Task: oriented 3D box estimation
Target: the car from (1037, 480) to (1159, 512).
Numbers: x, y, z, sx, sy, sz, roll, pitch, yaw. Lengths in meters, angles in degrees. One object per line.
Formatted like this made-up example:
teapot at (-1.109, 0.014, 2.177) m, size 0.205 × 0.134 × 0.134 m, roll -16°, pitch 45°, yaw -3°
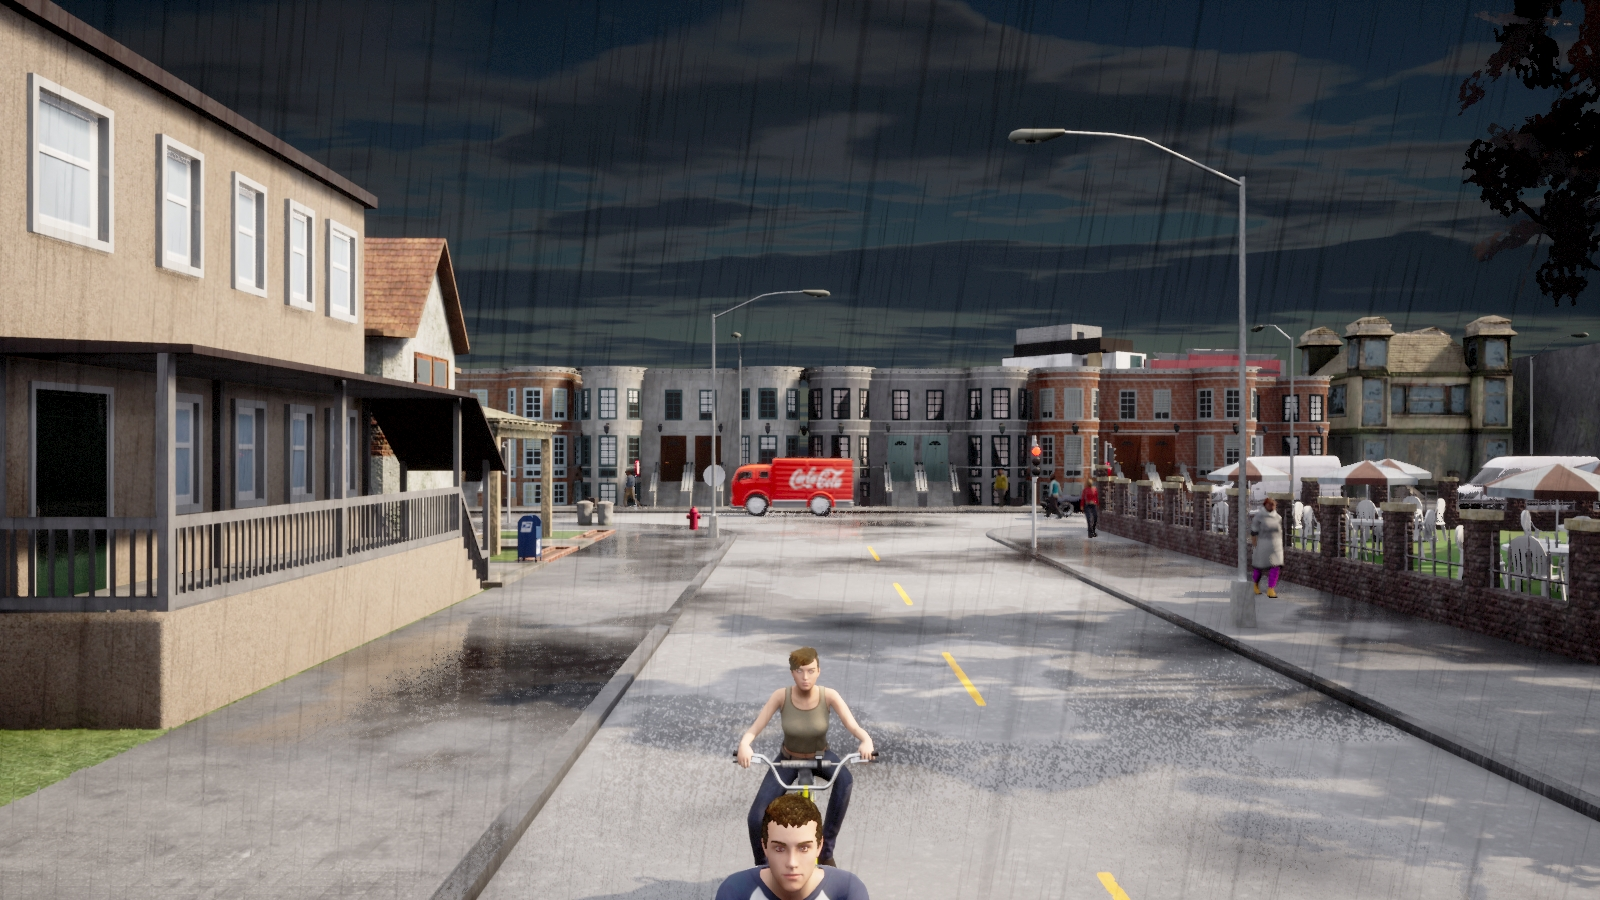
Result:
car at (12.712, 1.955, 48.868) m, size 4.718 × 1.301 × 1.895 m, roll 0°, pitch 0°, yaw 0°

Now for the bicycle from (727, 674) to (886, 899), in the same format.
bicycle at (0.033, 2.040, 6.906) m, size 0.859 × 1.080 × 1.487 m, roll 0°, pitch 0°, yaw 0°

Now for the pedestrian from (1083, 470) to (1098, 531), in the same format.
pedestrian at (8.858, 1.530, 34.833) m, size 0.375 × 1.860 × 0.375 m, roll 0°, pitch 0°, yaw 7°

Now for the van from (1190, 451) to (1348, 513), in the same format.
van at (19.994, 1.332, 48.880) m, size 5.915 × 2.561 × 1.988 m, roll -1°, pitch 0°, yaw 0°

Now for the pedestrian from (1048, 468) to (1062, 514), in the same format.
pedestrian at (10.277, 1.647, 46.055) m, size 0.375 × 1.860 × 0.375 m, roll 0°, pitch 0°, yaw -38°

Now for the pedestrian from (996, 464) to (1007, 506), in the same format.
pedestrian at (9.011, 1.545, 51.033) m, size 0.375 × 1.860 × 0.375 m, roll 0°, pitch 0°, yaw 38°

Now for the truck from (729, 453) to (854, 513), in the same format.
truck at (-0.352, 1.370, 48.857) m, size 5.204 × 2.467 × 2.627 m, roll 0°, pitch 0°, yaw 0°

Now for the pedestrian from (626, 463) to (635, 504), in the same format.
pedestrian at (-7.817, 1.548, 52.694) m, size 0.375 × 1.860 × 0.375 m, roll 0°, pitch 0°, yaw -5°

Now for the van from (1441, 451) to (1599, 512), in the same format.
van at (30.929, 1.334, 48.896) m, size 5.915 × 2.561 × 1.988 m, roll 0°, pitch 0°, yaw 0°

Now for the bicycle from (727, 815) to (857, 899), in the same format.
bicycle at (-0.022, 1.938, 3.212) m, size 0.373 × 1.296 × 1.643 m, roll 0°, pitch 0°, yaw 0°

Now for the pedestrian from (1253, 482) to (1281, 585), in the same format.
pedestrian at (8.596, 1.532, 21.046) m, size 0.375 × 1.860 × 0.375 m, roll 0°, pitch 0°, yaw 2°
